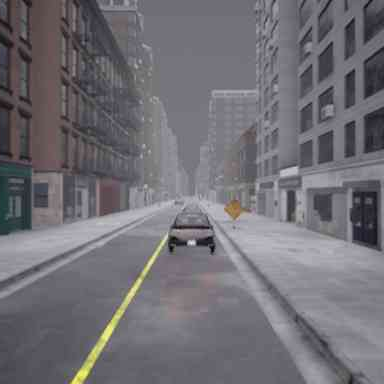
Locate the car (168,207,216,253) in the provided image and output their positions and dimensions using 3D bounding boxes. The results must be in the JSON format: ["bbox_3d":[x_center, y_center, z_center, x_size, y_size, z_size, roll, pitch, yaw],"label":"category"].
[{"bbox_3d":[0.001,1.628,14.295,2.128,1.511,4.902,0,0,0],"label":"car"}]

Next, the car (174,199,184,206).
[{"bbox_3d":[-2.762,2.157,71.001,1.882,1.535,5.008,0,-1,0],"label":"car"}]

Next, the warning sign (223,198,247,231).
[{"bbox_3d":[2.519,1.303,19.791,1.300,1.860,1.060,0,0,0],"label":"warning sign"}]

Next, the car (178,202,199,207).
[{"bbox_3d":[-0.002,1.844,29.284,1.994,1.385,4.181,0,-1,0],"label":"car"}]
